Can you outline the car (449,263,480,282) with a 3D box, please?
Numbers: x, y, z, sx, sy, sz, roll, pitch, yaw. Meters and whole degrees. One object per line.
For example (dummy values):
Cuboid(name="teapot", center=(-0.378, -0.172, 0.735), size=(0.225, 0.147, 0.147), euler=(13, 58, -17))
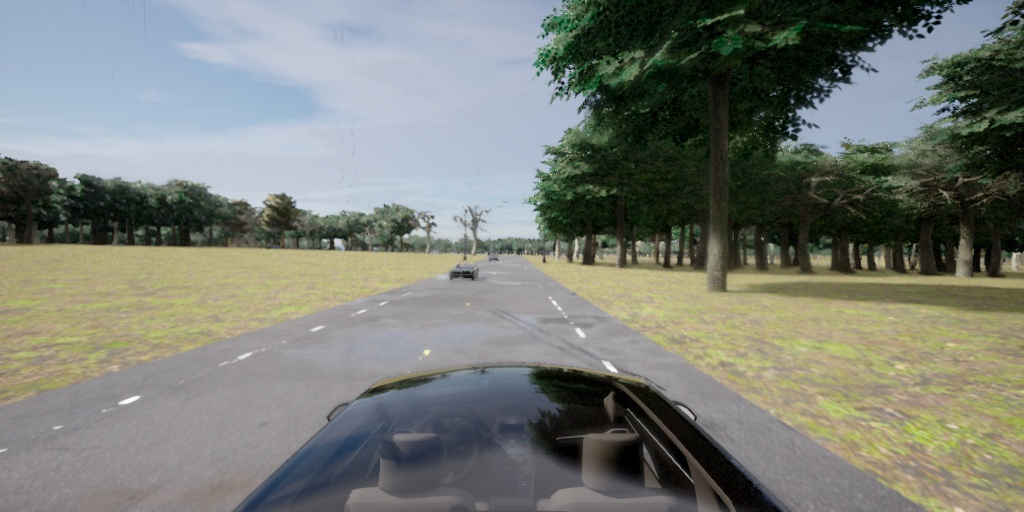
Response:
Cuboid(name="car", center=(-3.599, 1.198, 27.517), size=(1.895, 1.301, 4.718), euler=(0, 0, 0))
